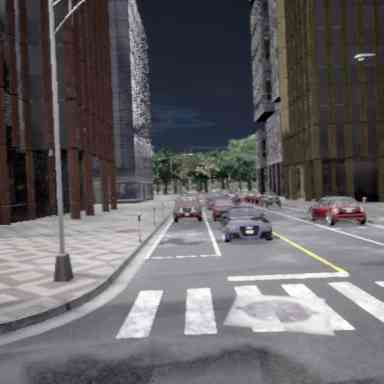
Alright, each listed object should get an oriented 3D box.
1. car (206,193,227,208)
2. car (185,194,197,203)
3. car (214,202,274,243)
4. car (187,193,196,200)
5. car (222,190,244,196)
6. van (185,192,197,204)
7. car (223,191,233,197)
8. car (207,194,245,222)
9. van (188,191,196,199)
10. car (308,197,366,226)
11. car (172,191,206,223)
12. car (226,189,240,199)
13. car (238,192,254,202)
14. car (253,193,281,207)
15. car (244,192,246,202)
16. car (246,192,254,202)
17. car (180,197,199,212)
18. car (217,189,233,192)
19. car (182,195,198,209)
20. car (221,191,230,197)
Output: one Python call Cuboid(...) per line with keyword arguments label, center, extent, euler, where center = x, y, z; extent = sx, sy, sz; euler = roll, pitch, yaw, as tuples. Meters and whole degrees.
Cuboid(label="car", center=(2.477, 1.188, 34.095), extent=(1.994, 1.385, 4.181), euler=(-2, 1, 1))
Cuboid(label="car", center=(-0.144, 1.059, 57.303), extent=(2.008, 1.369, 4.403), euler=(-2, 1, 0))
Cuboid(label="car", center=(2.307, 1.383, 15.227), extent=(1.994, 1.385, 4.181), euler=(-2, 1, 0))
Cuboid(label="car", center=(-0.059, 0.914, 73.615), extent=(1.947, 1.339, 4.313), euler=(-2, 1, 0))
Cuboid(label="car", center=(5.554, 0.907, 45.775), extent=(1.812, 1.442, 4.674), euler=(-2, 1, 0))
Cuboid(label="van", center=(-0.181, 0.903, 51.864), extent=(1.690, 1.788, 3.998), euler=(-2, 1, 0))
Cuboid(label="car", center=(8.485, 0.464, 79.174), extent=(1.752, 1.417, 4.829), euler=(-2, 1, 0))
Cuboid(label="car", center=(2.361, 1.204, 24.252), extent=(1.882, 1.535, 5.008), euler=(-2, 1, 1))
Cuboid(label="van", center=(-0.041, 0.637, 79.050), extent=(1.690, 1.788, 3.998), euler=(-2, 1, 0))
Cuboid(label="car", center=(8.174, 0.974, 19.194), extent=(1.967, 1.590, 4.097), euler=(-2, 1, 0))
Cuboid(label="car", center=(-0.322, 1.149, 24.677), extent=(2.192, 1.841, 5.009), euler=(-2, 1, 0))
Cuboid(label="car", center=(8.420, 0.360, 68.128), extent=(2.192, 1.841, 5.009), euler=(-2, 1, 0))
Cuboid(label="car", center=(8.346, 0.729, 51.988), extent=(1.752, 1.417, 4.829), euler=(-2, 1, 0))
Cuboid(label="car", center=(8.262, 0.919, 35.507), extent=(2.008, 1.369, 4.403), euler=(-2, 1, 0))
Cuboid(label="car", center=(8.318, 0.804, 46.381), extent=(1.887, 1.381, 4.507), euler=(-2, 1, 0))
Cuboid(label="car", center=(8.290, 0.859, 40.944), extent=(1.887, 1.381, 4.507), euler=(-2, 1, 0))
Cuboid(label="car", center=(-0.254, 1.306, 35.554), extent=(1.802, 1.307, 4.206), euler=(-2, 1, 0))
Cuboid(label="car", center=(5.604, 0.788, 55.680), extent=(1.837, 1.490, 4.892), euler=(-2, 1, 0))
Cuboid(label="car", center=(-0.230, 1.197, 40.821), extent=(1.752, 1.417, 4.829), euler=(-2, 1, 0))
Cuboid(label="car", center=(8.513, 0.433, 84.442), extent=(1.887, 1.381, 4.507), euler=(-2, 1, 0))
